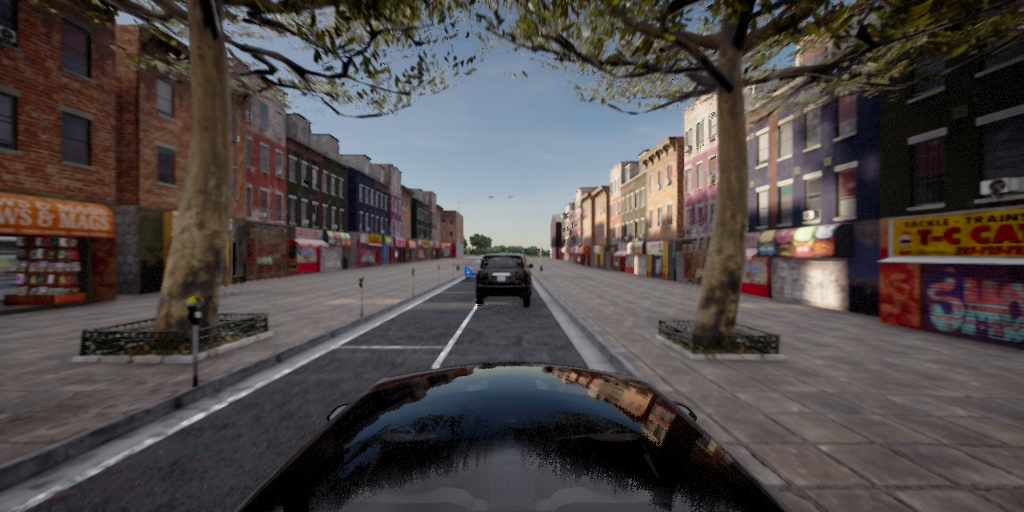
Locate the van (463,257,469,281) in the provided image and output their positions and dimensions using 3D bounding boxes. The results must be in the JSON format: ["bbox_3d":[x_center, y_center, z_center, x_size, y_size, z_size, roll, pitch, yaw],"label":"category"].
[{"bbox_3d":[-2.641,0.923,27.224,1.690,1.789,3.998,0,0,0],"label":"van"}]

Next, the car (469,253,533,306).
[{"bbox_3d":[-0.262,0.909,15.663,2.150,2.045,5.566,0,0,3],"label":"car"}]
